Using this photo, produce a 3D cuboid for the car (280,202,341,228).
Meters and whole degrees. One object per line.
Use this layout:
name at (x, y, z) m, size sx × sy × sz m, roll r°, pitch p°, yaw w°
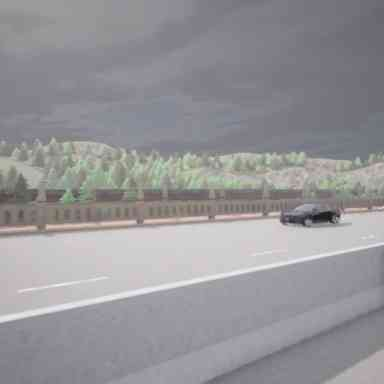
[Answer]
car at (8.103, 1.485, 22.669) m, size 5.008 × 1.535 × 1.882 m, roll 0°, pitch 0°, yaw -35°
